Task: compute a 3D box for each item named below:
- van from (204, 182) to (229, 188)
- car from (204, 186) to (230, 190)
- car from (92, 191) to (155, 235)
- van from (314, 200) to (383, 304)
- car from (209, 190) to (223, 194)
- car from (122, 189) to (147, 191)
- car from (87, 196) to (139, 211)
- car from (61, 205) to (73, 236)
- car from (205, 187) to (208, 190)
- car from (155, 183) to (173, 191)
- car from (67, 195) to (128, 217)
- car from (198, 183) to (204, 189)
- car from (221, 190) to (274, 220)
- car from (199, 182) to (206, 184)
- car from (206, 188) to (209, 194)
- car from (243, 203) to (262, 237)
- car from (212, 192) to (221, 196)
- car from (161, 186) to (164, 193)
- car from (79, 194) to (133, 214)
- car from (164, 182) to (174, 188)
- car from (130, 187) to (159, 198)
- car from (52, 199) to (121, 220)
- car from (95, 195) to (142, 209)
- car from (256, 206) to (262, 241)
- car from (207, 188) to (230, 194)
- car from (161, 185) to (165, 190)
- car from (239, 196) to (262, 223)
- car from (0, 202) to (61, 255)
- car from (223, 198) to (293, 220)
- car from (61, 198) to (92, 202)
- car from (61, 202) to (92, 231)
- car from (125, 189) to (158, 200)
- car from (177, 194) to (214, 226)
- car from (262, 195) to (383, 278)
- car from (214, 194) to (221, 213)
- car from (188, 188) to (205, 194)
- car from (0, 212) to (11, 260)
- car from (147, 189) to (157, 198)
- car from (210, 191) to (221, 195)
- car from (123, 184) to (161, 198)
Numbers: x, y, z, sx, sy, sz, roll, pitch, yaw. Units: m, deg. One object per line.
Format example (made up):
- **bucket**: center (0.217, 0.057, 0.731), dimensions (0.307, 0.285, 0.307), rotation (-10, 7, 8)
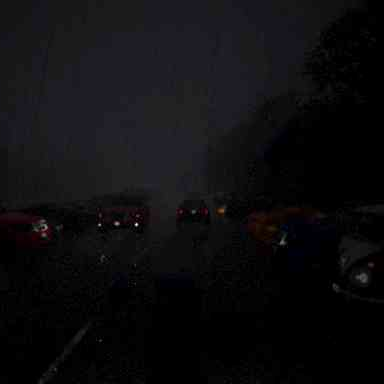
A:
- **van**: center (4.918, -0.271, 61.987), dimensions (4.442, 1.987, 1.878), rotation (-1, 3, 0)
- **car**: center (5.047, 0.137, 59.332), dimensions (4.674, 1.452, 2.002), rotation (0, 3, 0)
- **car**: center (-3.599, 1.129, 18.713), dimensions (2.150, 2.045, 5.566), rotation (0, 1, 0)
- **van**: center (4.923, 1.226, 6.254), dimensions (4.442, 1.987, 1.878), rotation (0, 0, 0)
- **car**: center (5.038, 0.867, 42.616), dimensions (5.008, 1.535, 2.097), rotation (0, 2, 0)
- **car**: center (-8.068, 0.841, 39.643), dimensions (4.553, 1.767, 2.185), rotation (0, 2, 0)
- **car**: center (-8.009, 1.155, 34.075), dimensions (4.792, 1.488, 2.163), rotation (0, 1, 0)
- **car**: center (-8.042, 1.456, 14.570), dimensions (4.674, 1.452, 2.002), rotation (0, 0, 0)
- **car**: center (5.047, 0.288, 56.551), dimensions (4.674, 1.452, 2.002), rotation (0, 3, 0)
- **car**: center (-8.350, -1.063, 91.720), dimensions (4.792, 1.488, 2.163), rotation (0, 4, 0)
- **car**: center (-8.007, 1.125, 28.505), dimensions (4.553, 1.767, 2.185), rotation (0, 1, 0)
- **car**: center (4.756, -0.930, 89.086), dimensions (5.008, 1.535, 2.097), rotation (0, 4, 0)
- **car**: center (5.070, 1.087, 23.097), dimensions (5.566, 2.045, 2.435), rotation (0, 1, 0)
- **car**: center (4.790, -1.226, 91.844), dimensions (4.553, 1.767, 2.185), rotation (0, 4, 0)
- **car**: center (5.229, 0.529, 50.852), dimensions (5.366, 1.575, 1.946), rotation (0, 3, 0)
- **car**: center (5.035, 1.415, 14.734), dimensions (5.008, 1.535, 2.097), rotation (0, 0, 0)
- **car**: center (5.036, 1.050, 36.911), dimensions (4.892, 1.521, 2.231), rotation (0, 2, 0)
- **car**: center (-8.006, 0.137, 59.140), dimensions (4.792, 1.488, 2.163), rotation (0, 3, 0)
- **car**: center (-8.007, 1.068, 31.285), dimensions (4.553, 1.767, 2.185), rotation (0, 1, 0)
- **car**: center (-8.318, -1.263, 94.490), dimensions (5.008, 1.535, 2.097), rotation (0, 4, 0)
- **car**: center (-8.004, 0.133, 56.349), dimensions (4.553, 1.767, 2.185), rotation (0, 3, 0)
- **car**: center (-8.036, 1.340, 25.721), dimensions (4.674, 1.452, 2.002), rotation (0, 1, 0)
- **car**: center (-8.067, 1.080, 36.862), dimensions (4.792, 1.488, 2.163), rotation (0, 2, 0)
- **car**: center (5.226, 1.425, 11.826), dimensions (5.366, 1.575, 1.946), rotation (0, 0, 0)
- **car**: center (5.229, 0.654, 48.059), dimensions (5.366, 1.575, 1.946), rotation (0, 3, 0)
- **car**: center (-8.064, -0.013, 61.919), dimensions (4.792, 1.488, 2.163), rotation (0, 3, 0)
- **car**: center (5.072, 1.272, 17.518), dimensions (4.553, 1.767, 2.185), rotation (0, 1, 0)
- **car**: center (-8.011, 1.177, 11.786), dimensions (5.566, 2.045, 2.435), rotation (0, 0, 0)
- **car**: center (5.047, 1.297, 25.889), dimensions (5.008, 1.535, 2.097), rotation (0, 1, 0)
- **car**: center (-8.045, 1.341, 22.932), dimensions (5.008, 1.535, 2.097), rotation (0, 1, 0)
- **car**: center (-8.068, 1.428, 17.356), dimensions (4.792, 1.488, 2.163), rotation (0, 0, 0)
- **car**: center (-8.041, 0.401, 53.580), dimensions (5.008, 1.535, 2.097), rotation (0, 3, 0)
- **car**: center (0.100, 1.220, 22.341), dimensions (2.097, 1.767, 4.553), rotation (0, 1, 0)
- **car**: center (5.012, 1.189, 9.040), dimensions (5.566, 2.045, 2.435), rotation (0, 0, 0)
- **car**: center (4.856, 1.244, 28.678), dimensions (5.366, 1.575, 1.946), rotation (0, 1, 0)
- **car**: center (0.103, 0.821, 40.194), dimensions (2.097, 1.767, 4.553), rotation (0, 2, 0)
- **car**: center (-8.045, 1.440, 9.004), dimensions (5.008, 1.535, 2.097), rotation (0, 0, 0)
- **car**: center (-8.043, 0.660, 48.003), dimensions (4.892, 1.521, 2.231), rotation (0, 2, 0)
- **car**: center (5.037, 0.961, 39.828), dimensions (5.008, 1.535, 2.097), rotation (0, 2, 0)
- **car**: center (-8.008, 0.284, 50.778), dimensions (5.566, 2.045, 2.435), rotation (0, 3, 0)
